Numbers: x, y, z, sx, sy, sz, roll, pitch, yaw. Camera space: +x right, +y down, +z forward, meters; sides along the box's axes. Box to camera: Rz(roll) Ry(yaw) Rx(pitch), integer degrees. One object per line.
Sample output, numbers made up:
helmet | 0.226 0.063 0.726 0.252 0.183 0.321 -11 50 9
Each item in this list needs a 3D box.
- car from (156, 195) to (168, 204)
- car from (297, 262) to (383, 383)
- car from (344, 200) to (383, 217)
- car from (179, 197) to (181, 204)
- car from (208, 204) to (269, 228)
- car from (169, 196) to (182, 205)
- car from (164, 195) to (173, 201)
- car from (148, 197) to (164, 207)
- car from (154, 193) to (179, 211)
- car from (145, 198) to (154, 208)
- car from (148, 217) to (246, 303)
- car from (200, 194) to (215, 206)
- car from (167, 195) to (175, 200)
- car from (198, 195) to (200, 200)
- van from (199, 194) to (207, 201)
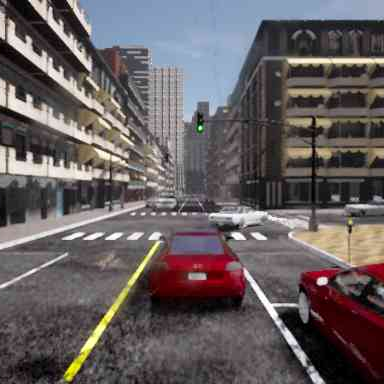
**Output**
car | -5.707 1.424 64.160 1.967 1.590 4.097 -1 0 0
car | 2.682 1.542 4.101 1.887 1.381 4.507 0 0 0
car | 14.995 1.311 27.092 4.718 1.301 1.895 -1 1 -1
car | -3.082 1.546 51.228 1.994 1.385 4.181 0 0 1
car | 3.133 1.583 21.411 1.895 1.301 4.718 -1 0 39
car | -3.026 1.475 61.420 2.128 1.511 4.902 0 0 1
car | -5.708 1.514 80.574 1.752 1.417 4.829 -1 0 0
car | -5.704 1.548 53.104 1.947 1.339 4.313 0 0 0
car | -3.085 1.202 41.166 2.150 2.045 5.566 0 0 0
car | -5.703 1.532 47.577 2.008 1.369 4.403 0 0 0
car | 0.100 1.558 8.268 1.994 1.385 4.181 0 0 0
car | 2.675 1.422 53.100 1.967 1.590 4.097 -1 0 0
car | -5.708 1.577 91.800 1.802 1.307 4.206 -1 0 0
car | 2.674 1.536 69.684 2.008 1.369 4.403 -1 0 0
van | 2.671 1.331 80.739 1.690 1.788 3.998 -1 0 0
